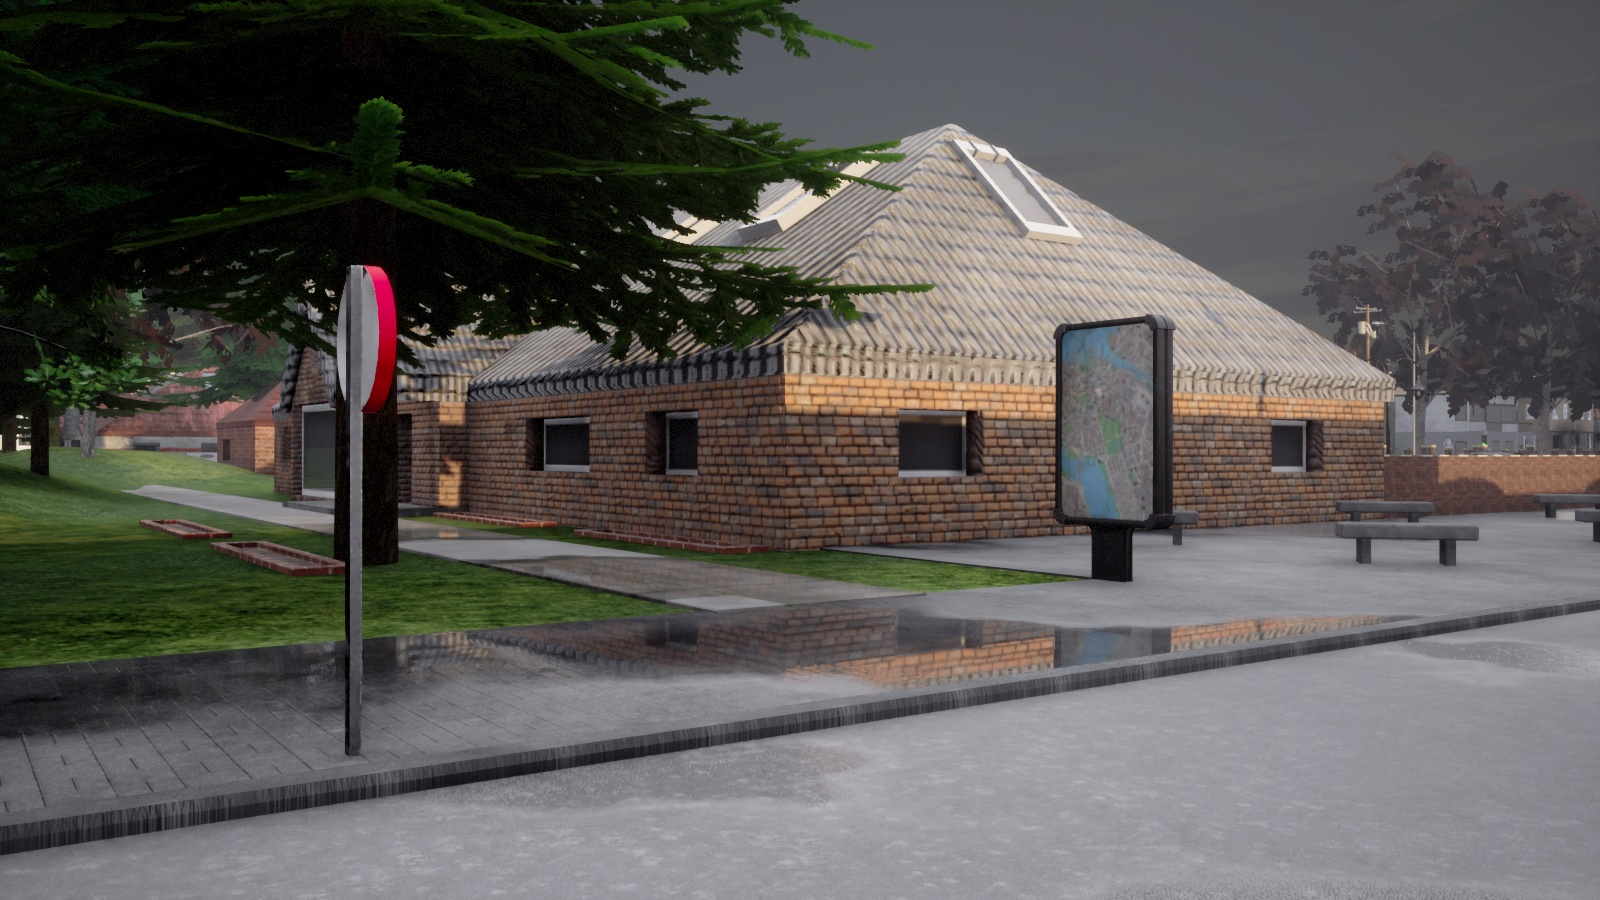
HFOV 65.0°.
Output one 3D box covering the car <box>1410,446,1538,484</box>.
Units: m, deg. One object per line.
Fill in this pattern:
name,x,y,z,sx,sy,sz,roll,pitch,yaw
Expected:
car,30.707,0.664,57.341,2.242,1.667,4.611,0,0,-37
